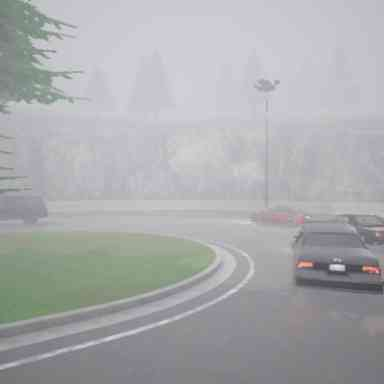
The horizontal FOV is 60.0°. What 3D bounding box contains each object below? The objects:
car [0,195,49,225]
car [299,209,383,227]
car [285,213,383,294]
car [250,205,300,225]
[{"bbox_3d":[-12.829,1.238,22.802,5.566,2.045,2.150,0,-1,-28],"label":"car"},{"bbox_3d":[6.969,1.610,14.640,1.895,1.301,4.718,0,0,-13],"label":"car"},{"bbox_3d":[3.665,1.553,8.989,2.033,1.411,5.357,0,0,18],"label":"car"},{"bbox_3d":[6.018,1.578,22.604,1.994,1.385,4.181,0,0,-41],"label":"car"}]
